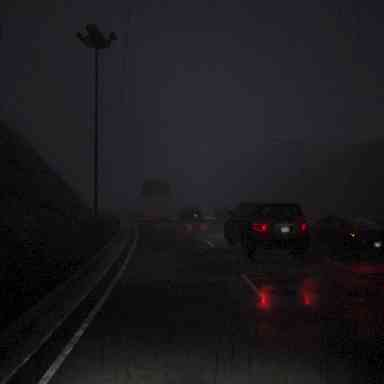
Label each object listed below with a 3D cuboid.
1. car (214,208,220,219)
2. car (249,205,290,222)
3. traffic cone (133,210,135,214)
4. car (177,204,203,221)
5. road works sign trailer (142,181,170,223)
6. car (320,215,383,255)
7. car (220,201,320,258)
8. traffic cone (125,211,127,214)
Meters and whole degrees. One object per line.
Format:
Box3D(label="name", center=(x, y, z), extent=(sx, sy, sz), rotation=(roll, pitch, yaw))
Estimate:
Box3D(label="car", center=(3.468, 1.914, 30.728), extent=(1.994, 1.385, 4.181), rotation=(0, -1, -13))
Box3D(label="car", center=(7.060, 1.911, 30.722), extent=(1.994, 1.385, 4.181), rotation=(0, -1, -13))
Box3D(label="traffic cone", center=(-7.283, 2.441, 41.842), extent=(0.340, 0.580, 0.340), rotation=(0, -1, -16))
Box3D(label="car", center=(-0.213, 1.884, 31.162), extent=(1.812, 1.442, 4.674), rotation=(0, -1, -13))
Box3D(label="road works sign trailer", center=(-3.287, 0.806, 29.479), extent=(2.380, 3.560, 2.880), rotation=(0, -1, -16))
Box3D(label="car", center=(6.306, 1.682, 14.003), extent=(1.812, 1.442, 4.674), rotation=(0, -1, -6))
Box3D(label="car", center=(2.839, 1.378, 13.738), extent=(2.150, 2.045, 5.566), rotation=(0, -1, -6))
Box3D(label="traffic cone", center=(-8.246, 2.439, 41.572), extent=(0.340, 0.580, 0.340), rotation=(0, -1, -16))
